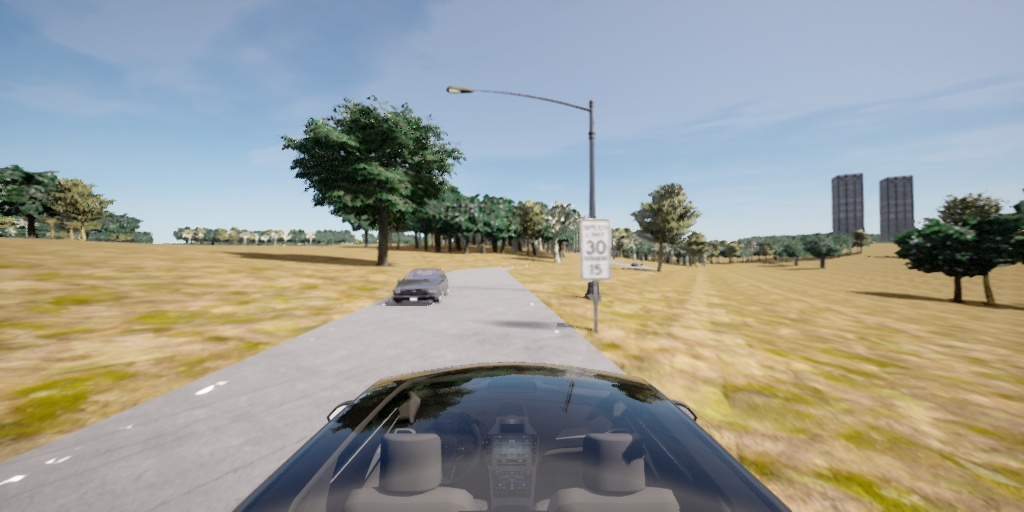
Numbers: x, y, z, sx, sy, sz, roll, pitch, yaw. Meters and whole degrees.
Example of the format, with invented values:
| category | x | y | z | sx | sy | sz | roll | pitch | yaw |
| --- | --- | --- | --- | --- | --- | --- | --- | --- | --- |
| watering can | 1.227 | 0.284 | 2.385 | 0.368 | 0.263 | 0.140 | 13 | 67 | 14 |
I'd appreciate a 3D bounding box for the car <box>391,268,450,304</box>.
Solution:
| category | x | y | z | sx | sy | sz | roll | pitch | yaw |
| --- | --- | --- | --- | --- | --- | --- | --- | --- | --- |
| car | -3.937 | 1.260 | 16.359 | 2.033 | 1.411 | 5.357 | 0 | 0 | -4 |
